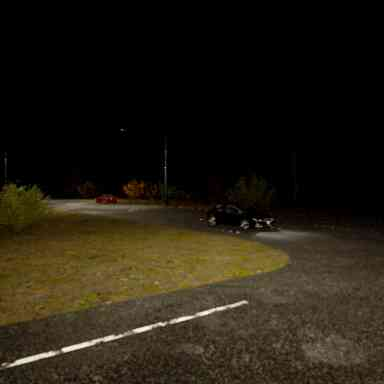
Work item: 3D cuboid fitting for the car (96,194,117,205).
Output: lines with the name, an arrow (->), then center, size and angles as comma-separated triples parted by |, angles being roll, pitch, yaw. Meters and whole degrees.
car -> -14.200, 1.156, 54.832 | 2.097, 1.767, 4.553 | 0, 0, -37

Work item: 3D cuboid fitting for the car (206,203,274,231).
car -> 2.884, 1.493, 20.845 | 1.837, 1.490, 4.892 | 0, 0, -37
